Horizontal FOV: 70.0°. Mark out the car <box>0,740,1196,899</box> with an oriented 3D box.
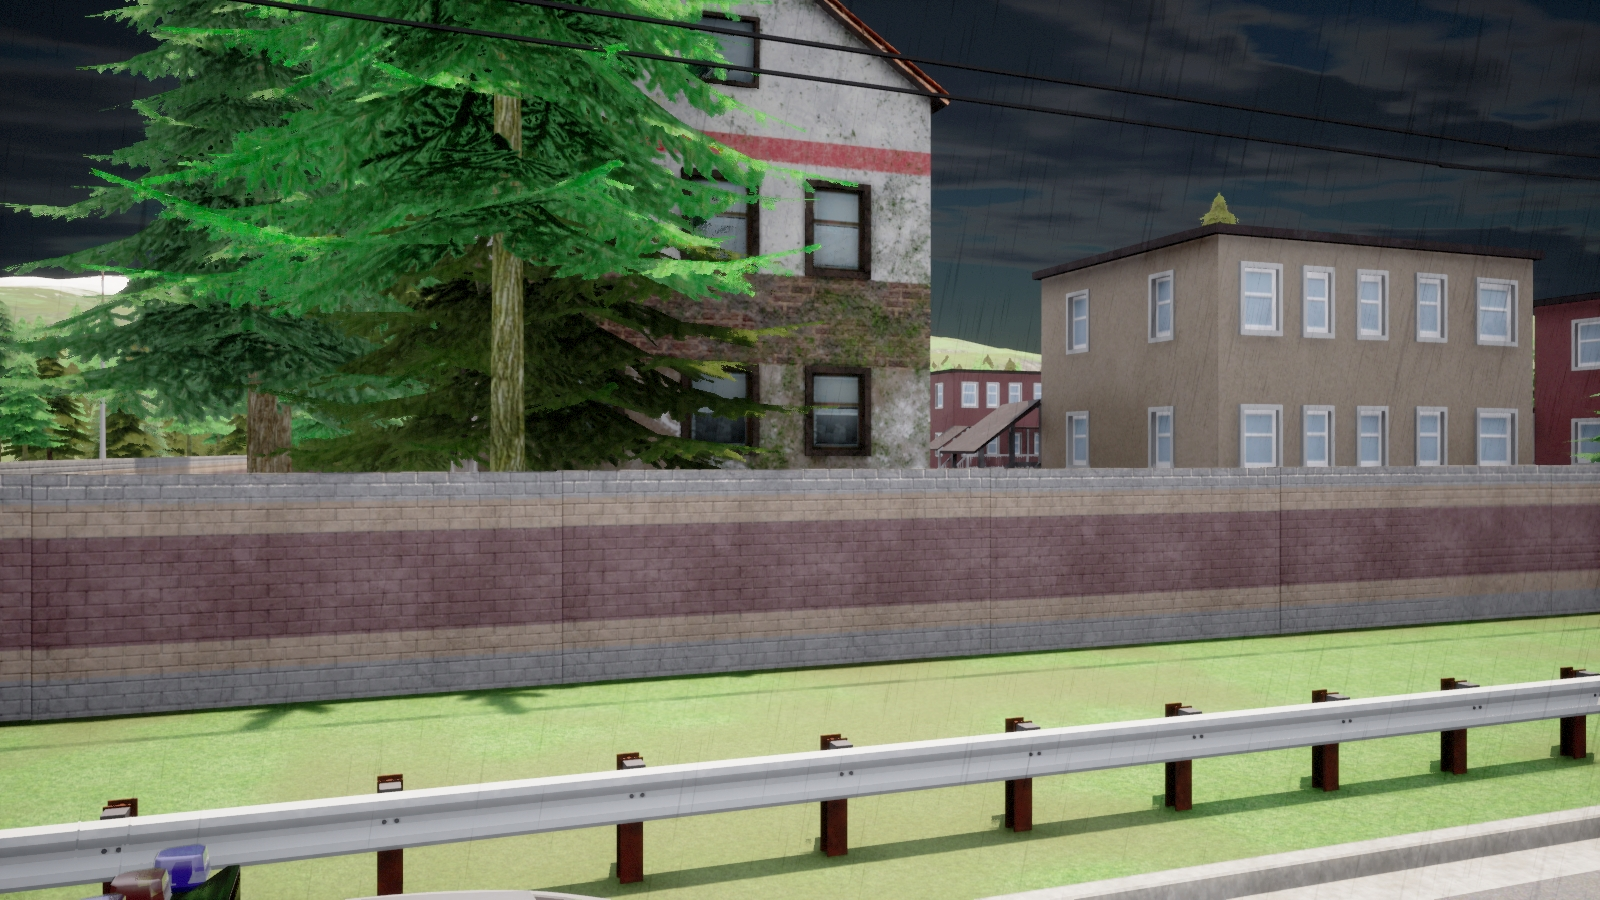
[{"bbox_3d":[-1.671,1.982,2.695,5.238,1.638,2.097,0,0,-20],"label":"car"}]
